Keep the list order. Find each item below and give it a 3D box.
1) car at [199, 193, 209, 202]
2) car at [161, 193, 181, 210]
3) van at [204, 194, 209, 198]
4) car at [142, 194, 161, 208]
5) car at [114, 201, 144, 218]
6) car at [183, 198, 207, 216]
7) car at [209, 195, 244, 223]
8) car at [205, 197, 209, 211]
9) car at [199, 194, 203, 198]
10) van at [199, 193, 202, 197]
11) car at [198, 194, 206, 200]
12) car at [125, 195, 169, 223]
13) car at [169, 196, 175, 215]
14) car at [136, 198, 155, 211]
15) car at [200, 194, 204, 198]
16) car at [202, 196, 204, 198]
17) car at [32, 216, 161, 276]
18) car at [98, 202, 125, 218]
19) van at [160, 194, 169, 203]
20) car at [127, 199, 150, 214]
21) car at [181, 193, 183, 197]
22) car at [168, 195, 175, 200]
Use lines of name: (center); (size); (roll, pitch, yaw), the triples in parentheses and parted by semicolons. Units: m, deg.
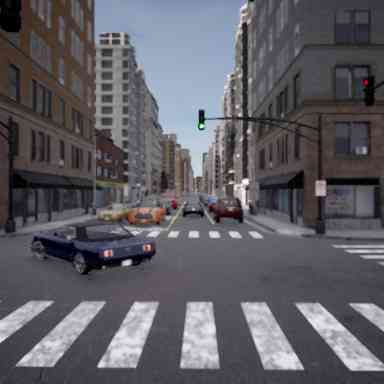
car: (2.758, 1.257, 76.329); (2.192, 1.841, 5.009); (0, 0, 0)
car: (-3.006, 1.200, 43.197); (2.150, 2.045, 5.566); (0, 0, 1)
van: (2.719, 1.320, 42.390); (1.690, 1.788, 3.998); (0, 0, 0)
car: (-5.800, 1.289, 48.077); (2.192, 1.841, 5.009); (0, 0, 0)
car: (-5.820, 1.553, 31.112); (1.947, 1.339, 4.313); (0, 0, 0)
car: (0.138, 1.550, 32.696); (1.994, 1.385, 4.181); (0, 0, 0)
car: (2.700, 1.306, 25.419); (2.192, 1.841, 5.009); (0, 0, 0)
car: (2.712, 1.528, 36.732); (1.887, 1.381, 4.507); (0, 0, 0)
car: (2.738, 1.544, 59.360); (1.802, 1.307, 4.206); (0, 0, 0)
van: (2.746, 1.297, 65.015); (1.690, 1.788, 3.998); (0, 0, 0)
car: (2.776, 1.390, 93.294); (1.967, 1.590, 4.097); (0, 0, 0)
car: (-3.120, 1.344, 24.085); (2.097, 1.767, 4.553); (0, 0, 2)
car: (-3.049, 1.491, 33.251); (1.837, 1.490, 4.892); (0, 0, 0)
car: (-5.807, 1.504, 42.252); (1.752, 1.417, 4.829); (0, 0, 0)
car: (2.732, 1.493, 53.873); (1.752, 1.417, 4.829); (0, 0, 0)
car: (2.725, 1.556, 48.046); (1.802, 1.307, 4.206); (0, 0, 0)
car: (-3.286, 1.582, 10.369); (1.895, 1.301, 4.718); (0, 0, -45)
car: (-5.827, 1.517, 25.287); (1.752, 1.417, 4.829); (0, 0, 0)
van: (-5.773, 1.290, 70.696); (1.690, 1.788, 3.998); (0, 0, 0)
car: (-5.814, 1.509, 36.597); (1.752, 1.417, 4.829); (0, 0, 0)
car: (-2.951, 1.321, 52.947); (2.097, 1.767, 4.553); (0, 0, 0)
car: (-5.750, 1.532, 93.312); (1.802, 1.307, 4.206); (0, 0, 0)
